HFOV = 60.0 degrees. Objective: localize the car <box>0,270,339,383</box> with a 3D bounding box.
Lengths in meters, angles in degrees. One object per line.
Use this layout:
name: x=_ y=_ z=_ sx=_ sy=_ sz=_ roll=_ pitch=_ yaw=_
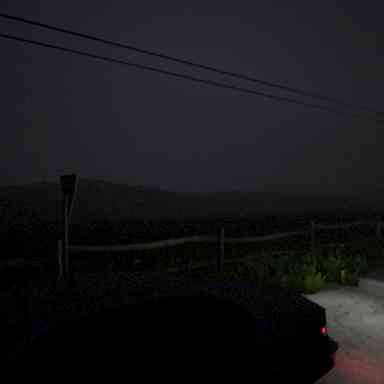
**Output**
car: x=-0.961 y=1.546 z=2.983 sx=5.357 sy=1.411 sz=2.033 roll=0 pitch=0 yaw=-33
